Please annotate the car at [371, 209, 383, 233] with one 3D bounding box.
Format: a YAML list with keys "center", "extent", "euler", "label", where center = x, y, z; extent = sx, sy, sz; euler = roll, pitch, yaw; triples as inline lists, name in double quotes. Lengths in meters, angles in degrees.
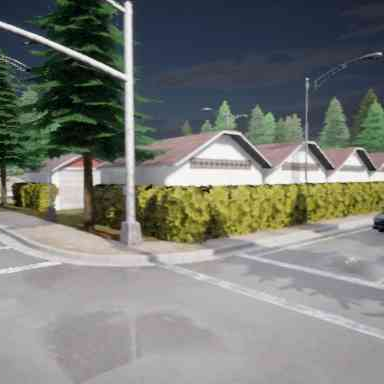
- center: [9.949, 1.029, 14.752]
  extent: [5.357, 1.411, 2.033]
  euler: [-2, 3, -40]
  label: "car"
